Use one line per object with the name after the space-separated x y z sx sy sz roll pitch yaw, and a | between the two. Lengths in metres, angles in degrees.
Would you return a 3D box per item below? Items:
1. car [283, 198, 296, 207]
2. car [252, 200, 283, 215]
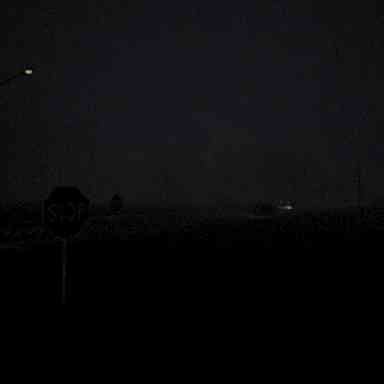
19.859 2.112 68.610 2.097 1.767 4.553 1 0 36 | car
9.293 2.014 42.055 2.128 1.511 4.902 1 0 36 | car
